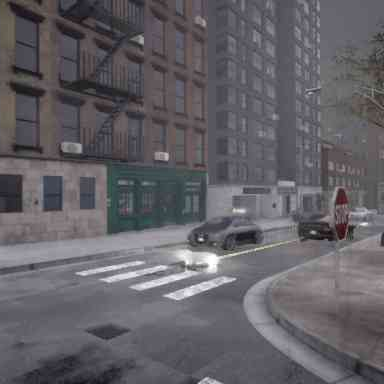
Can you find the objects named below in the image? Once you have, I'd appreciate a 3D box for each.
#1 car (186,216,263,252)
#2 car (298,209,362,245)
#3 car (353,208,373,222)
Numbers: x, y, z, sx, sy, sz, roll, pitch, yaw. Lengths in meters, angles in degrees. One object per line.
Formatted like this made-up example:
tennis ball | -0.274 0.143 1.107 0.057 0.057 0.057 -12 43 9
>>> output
car | 1.624 1.847 15.486 1.994 1.385 4.181 0 -1 39
car | 7.397 1.868 17.953 1.882 1.535 5.008 0 -2 39
car | 18.037 2.417 35.838 1.812 1.442 4.674 0 -1 39
